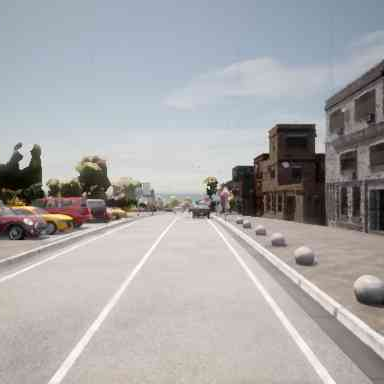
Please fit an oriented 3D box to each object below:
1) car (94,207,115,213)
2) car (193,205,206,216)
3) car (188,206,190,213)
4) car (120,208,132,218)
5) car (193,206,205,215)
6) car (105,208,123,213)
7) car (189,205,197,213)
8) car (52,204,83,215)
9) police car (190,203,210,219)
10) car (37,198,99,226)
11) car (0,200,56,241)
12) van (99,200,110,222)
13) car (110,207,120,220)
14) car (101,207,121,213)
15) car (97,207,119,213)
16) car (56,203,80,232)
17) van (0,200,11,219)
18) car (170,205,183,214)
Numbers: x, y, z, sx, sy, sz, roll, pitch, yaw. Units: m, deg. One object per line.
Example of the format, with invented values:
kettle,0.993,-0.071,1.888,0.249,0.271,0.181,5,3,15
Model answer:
car,-21.799,4.549,83.119,4.674,1.452,2.002,0,-3,0
car,1.006,2.672,47.546,1.837,1.490,4.892,0,-3,0
car,0.122,3.921,74.082,1.837,1.490,4.892,0,-3,0
car,-9.366,2.043,34.290,5.366,1.575,1.946,0,-2,0
car,1.023,2.994,53.542,1.837,1.490,4.892,0,-3,0
car,-21.757,5.068,92.803,4.674,1.452,2.002,0,-3,0
car,0.178,4.446,89.121,2.150,2.045,5.566,0,-3,0
car,-21.940,3.081,58.827,4.553,1.767,2.185,0,-3,0
police car,1.008,2.106,37.648,1.930,1.638,5.238,1,-2,0
car,-9.519,1.411,22.156,5.566,2.045,2.435,0,-2,0
car,-9.469,1.397,16.201,4.553,1.767,2.185,0,-1,-1
van,-9.641,1.616,28.345,4.442,1.987,1.878,0,-2,0
car,-9.569,1.815,31.377,4.553,1.767,2.185,0,-2,0
car,-21.779,4.859,89.661,5.008,1.535,2.097,0,-3,0
car,-21.782,4.685,86.393,4.892,1.521,2.231,0,-3,0
car,-9.469,1.593,19.233,5.008,1.535,2.097,0,-1,-1
van,-21.704,1.843,34.892,4.442,1.987,1.878,0,-2,0
car,-3.121,3.884,75.944,2.150,2.045,5.566,0,-3,0
